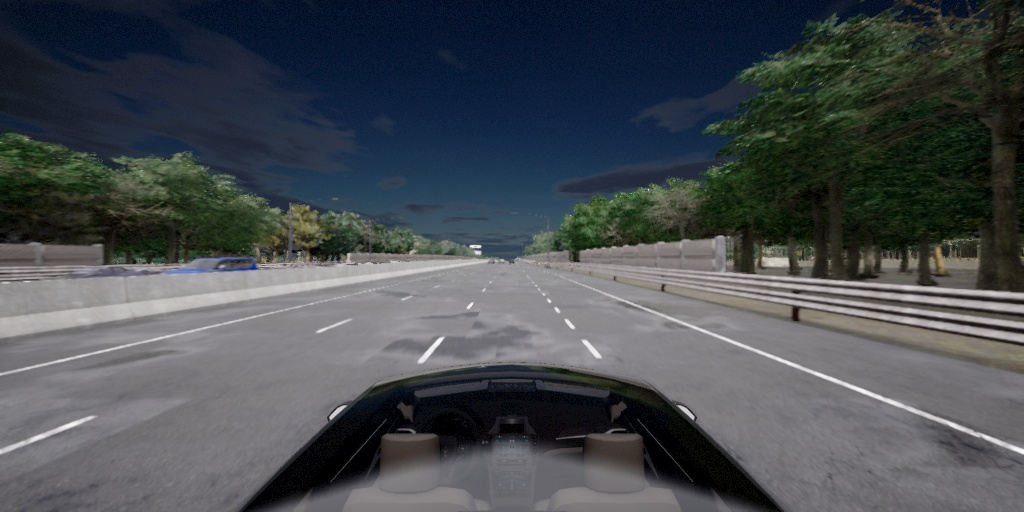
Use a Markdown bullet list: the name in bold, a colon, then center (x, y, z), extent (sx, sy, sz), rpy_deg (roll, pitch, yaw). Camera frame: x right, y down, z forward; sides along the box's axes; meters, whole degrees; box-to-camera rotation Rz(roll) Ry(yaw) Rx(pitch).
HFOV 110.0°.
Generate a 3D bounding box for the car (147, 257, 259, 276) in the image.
- **car**: center (-17.600, 1.098, 21.256), extent (2.150, 2.045, 5.566), rpy_deg (0, 0, 0)

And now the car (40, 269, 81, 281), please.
- **car**: center (-28.093, 1.443, 24.477), extent (2.033, 1.411, 5.357), rpy_deg (0, 0, 0)

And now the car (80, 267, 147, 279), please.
- **car**: center (-24.596, 1.492, 23.699), extent (1.895, 1.301, 4.718), rpy_deg (0, 0, 0)
